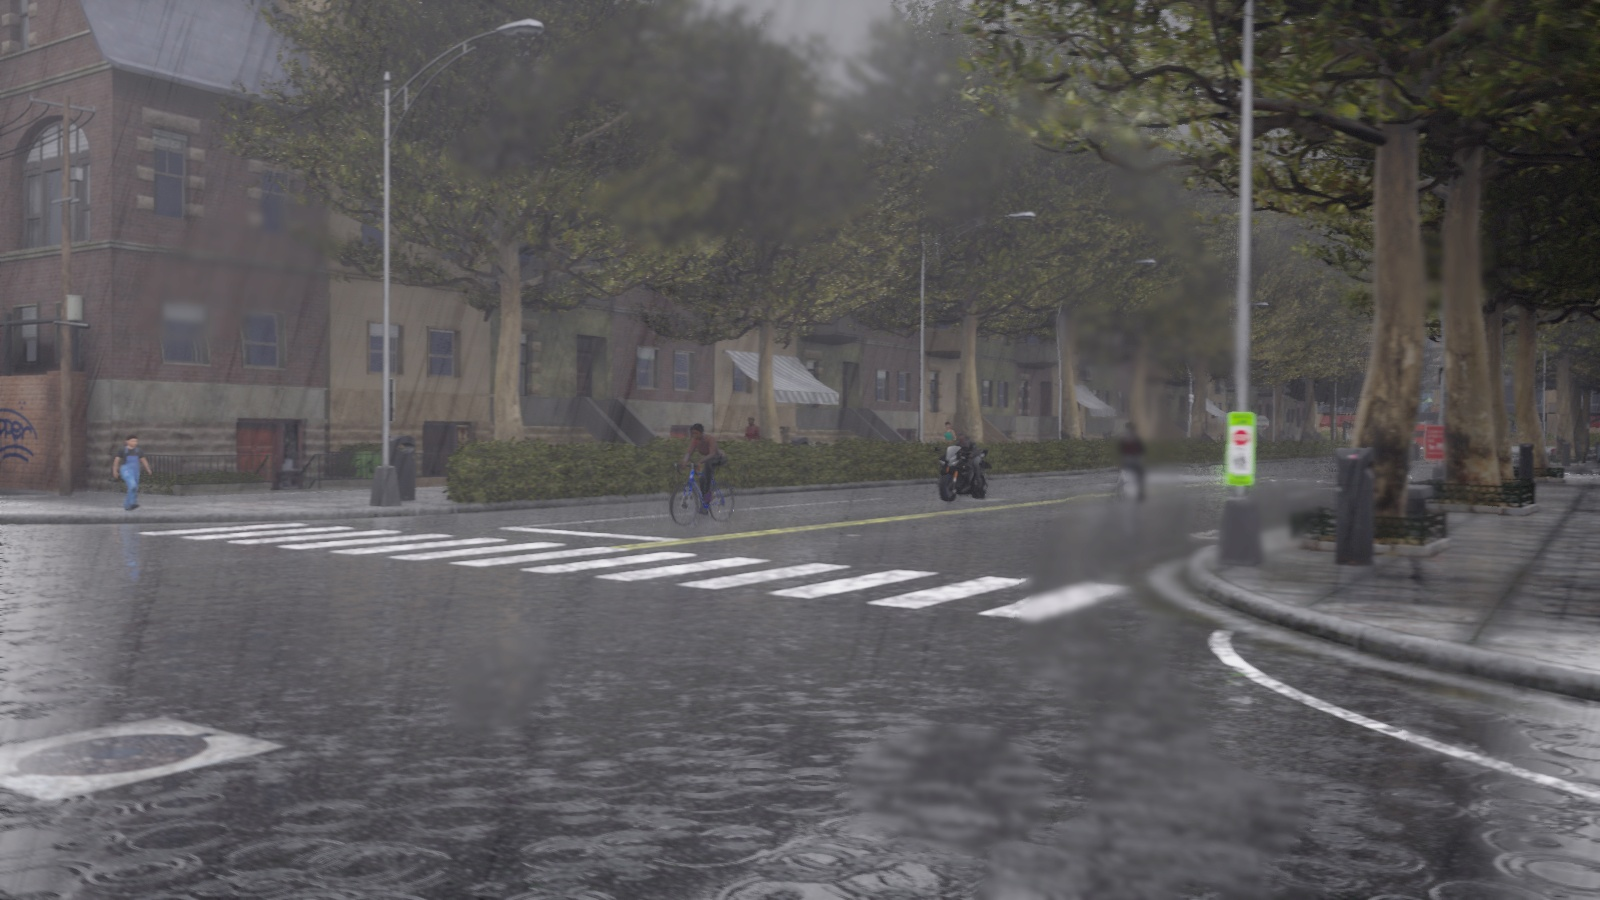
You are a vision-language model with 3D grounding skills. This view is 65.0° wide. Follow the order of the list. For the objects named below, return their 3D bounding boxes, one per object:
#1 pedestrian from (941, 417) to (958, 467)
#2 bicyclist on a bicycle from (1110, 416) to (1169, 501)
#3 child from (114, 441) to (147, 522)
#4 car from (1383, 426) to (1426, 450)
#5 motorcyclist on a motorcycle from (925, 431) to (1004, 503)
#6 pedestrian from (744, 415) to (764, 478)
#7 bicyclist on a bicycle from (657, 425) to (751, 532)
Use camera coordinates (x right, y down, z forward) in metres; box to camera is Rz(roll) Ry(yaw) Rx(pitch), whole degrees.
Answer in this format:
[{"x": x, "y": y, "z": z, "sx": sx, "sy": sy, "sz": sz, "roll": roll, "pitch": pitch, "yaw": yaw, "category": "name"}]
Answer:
[{"x": 5.561, "y": -0.299, "z": 46.645, "sx": 0.345, "sy": 1.836, "sz": 0.594, "roll": 0, "pitch": 1, "yaw": 36, "category": "pedestrian"}, {"x": 7.350, "y": 0.165, "z": 27.136, "sx": 0.659, "sy": 1.776, "sz": 1.843, "roll": 0, "pitch": 1, "yaw": 33, "category": "bicyclist on a bicycle"}, {"x": -10.505, "y": 0.490, "z": 19.717, "sx": 0.437, "sy": 1.263, "sz": 0.270, "roll": 0, "pitch": 1, "yaw": 35, "category": "child"}, {"x": 40.334, "y": -0.830, "z": 83.759, "sx": 2.007, "sy": 1.525, "sz": 4.514, "roll": 0, "pitch": 1, "yaw": 33, "category": "car"}, {"x": 3.691, "y": 0.351, "z": 27.940, "sx": 0.866, "sy": 1.530, "sz": 2.191, "roll": 0, "pitch": 1, "yaw": 33, "category": "motorcyclist on a motorcycle"}, {"x": -1.367, "y": -0.112, "z": 37.529, "sx": 0.331, "sy": 1.846, "sz": 0.636, "roll": 0, "pitch": 1, "yaw": 27, "category": "pedestrian"}, {"x": -1.511, "y": 0.424, "z": 20.023, "sx": 0.582, "sy": 1.620, "sz": 1.656, "roll": 0, "pitch": 1, "yaw": 34, "category": "bicyclist on a bicycle"}]
